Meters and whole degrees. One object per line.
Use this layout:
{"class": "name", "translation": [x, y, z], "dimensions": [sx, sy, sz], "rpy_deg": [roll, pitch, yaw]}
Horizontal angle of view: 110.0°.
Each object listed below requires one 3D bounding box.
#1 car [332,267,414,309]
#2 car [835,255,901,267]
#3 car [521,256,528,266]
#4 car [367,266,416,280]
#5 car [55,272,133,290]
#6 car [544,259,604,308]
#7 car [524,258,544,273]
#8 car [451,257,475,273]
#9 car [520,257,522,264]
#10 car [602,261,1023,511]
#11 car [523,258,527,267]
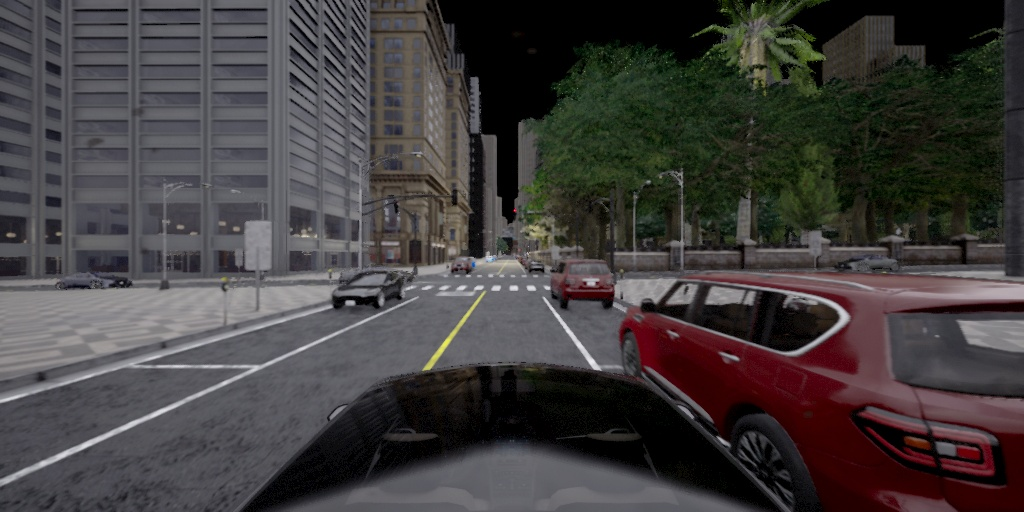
{"class": "car", "translation": [-5.763, 1.298, 14.950], "dimensions": [1.948, 1.339, 4.313], "rpy_deg": [0, 0, 0]}
{"class": "car", "translation": [29.527, 0.594, 29.893], "dimensions": [4.181, 1.385, 1.994], "rpy_deg": [-1, 0, 0]}
{"class": "car", "translation": [2.761, 1.083, 52.332], "dimensions": [1.967, 1.591, 4.097], "rpy_deg": [0, 0, 0]}
{"class": "car", "translation": [-10.095, 1.437, 26.978], "dimensions": [5.357, 1.411, 2.033], "rpy_deg": [-2, 1, 0]}
{"class": "car", "translation": [-31.480, 1.887, 27.089], "dimensions": [4.181, 1.385, 1.994], "rpy_deg": [-1, 0, 0]}
{"class": "car", "translation": [2.762, 1.047, 14.932], "dimensions": [2.192, 1.841, 5.009], "rpy_deg": [0, 0, 0]}
{"class": "car", "translation": [2.761, 1.238, 41.491], "dimensions": [1.948, 1.339, 4.313], "rpy_deg": [0, 0, 0]}
{"class": "car", "translation": [-5.764, 0.987, 41.510], "dimensions": [2.192, 1.841, 5.009], "rpy_deg": [0, 0, 0]}
{"class": "car", "translation": [2.760, 1.192, 63.172], "dimensions": [1.802, 1.307, 4.207], "rpy_deg": [0, 0, 0]}
{"class": "car", "translation": [2.763, 1.062, 3.957], "dimensions": [2.192, 1.841, 5.009], "rpy_deg": [0, 0, 0]}
{"class": "car", "translation": [2.761, 1.240, 46.911], "dimensions": [1.802, 1.307, 4.207], "rpy_deg": [0, 0, 0]}
